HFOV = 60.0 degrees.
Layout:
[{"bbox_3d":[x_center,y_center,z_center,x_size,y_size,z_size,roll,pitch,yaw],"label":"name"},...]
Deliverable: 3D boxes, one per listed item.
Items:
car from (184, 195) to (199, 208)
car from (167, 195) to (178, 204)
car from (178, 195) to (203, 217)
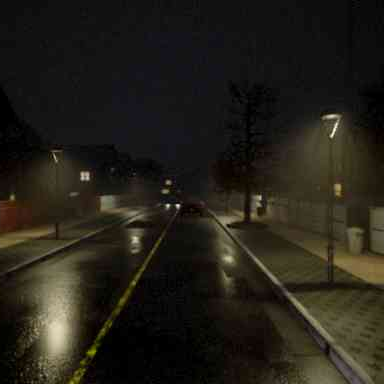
[{"bbox_3d":[-0.072,1.227,44.016,1.837,1.490,4.892,0,0,0],"label":"car"},{"bbox_3d":[-3.013,1.162,53.998,1.882,1.535,5.008,0,0,0],"label":"car"},{"bbox_3d":[-0.012,1.274,29.287,1.882,1.535,5.008,0,0,0],"label":"car"}]
